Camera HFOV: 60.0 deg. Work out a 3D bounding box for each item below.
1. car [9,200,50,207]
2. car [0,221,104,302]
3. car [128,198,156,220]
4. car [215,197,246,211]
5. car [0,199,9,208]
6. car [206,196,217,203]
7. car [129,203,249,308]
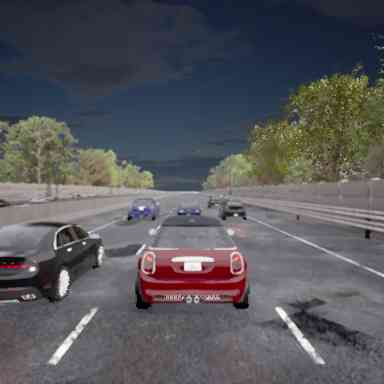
[{"bbox_3d":[-14.467,1.435,30.706,1.895,1.301,4.718,0,0,-1],"label":"car"},{"bbox_3d":[-3.512,1.461,8.083,1.837,1.490,4.892,0,0,-1],"label":"car"},{"bbox_3d":[-3.721,1.244,26.408,2.097,1.767,4.553,0,0,-1],"label":"car"},{"bbox_3d":[3.246,1.426,27.142,1.837,1.490,4.892,0,1,0],"label":"car"},{"bbox_3d":[-17.951,1.330,29.509,1.837,1.490,4.892,0,0,-1],"label":"car"},{"bbox_3d":[3.055,1.365,44.665,1.837,1.490,4.892,0,0,0],"label":"car"},{"bbox_3d":[-0.010,1.323,7.984,2.097,1.767,4.553,0,0,-1],"label":"car"}]
